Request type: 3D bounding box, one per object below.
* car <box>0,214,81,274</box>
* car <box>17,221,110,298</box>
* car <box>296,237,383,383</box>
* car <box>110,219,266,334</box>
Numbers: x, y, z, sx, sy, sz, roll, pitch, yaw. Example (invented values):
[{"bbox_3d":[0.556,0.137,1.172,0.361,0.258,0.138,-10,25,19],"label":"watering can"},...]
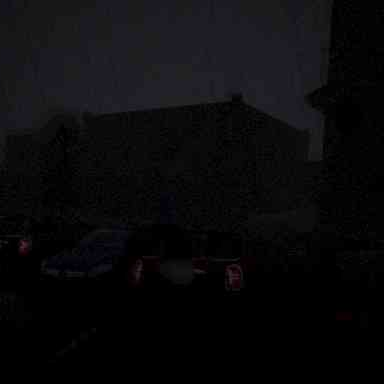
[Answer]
[{"bbox_3d":[-4.374,1.458,10.506,2.185,1.767,4.553,-1,-1,15],"label":"car"},{"bbox_3d":[-1.960,1.583,8.836,2.002,1.452,4.674,0,-1,15],"label":"car"},{"bbox_3d":[2.815,1.477,5.434,2.097,1.535,5.008,-1,-1,15],"label":"car"},{"bbox_3d":[0.412,1.382,7.115,2.185,1.767,4.553,-1,-1,15],"label":"car"}]
